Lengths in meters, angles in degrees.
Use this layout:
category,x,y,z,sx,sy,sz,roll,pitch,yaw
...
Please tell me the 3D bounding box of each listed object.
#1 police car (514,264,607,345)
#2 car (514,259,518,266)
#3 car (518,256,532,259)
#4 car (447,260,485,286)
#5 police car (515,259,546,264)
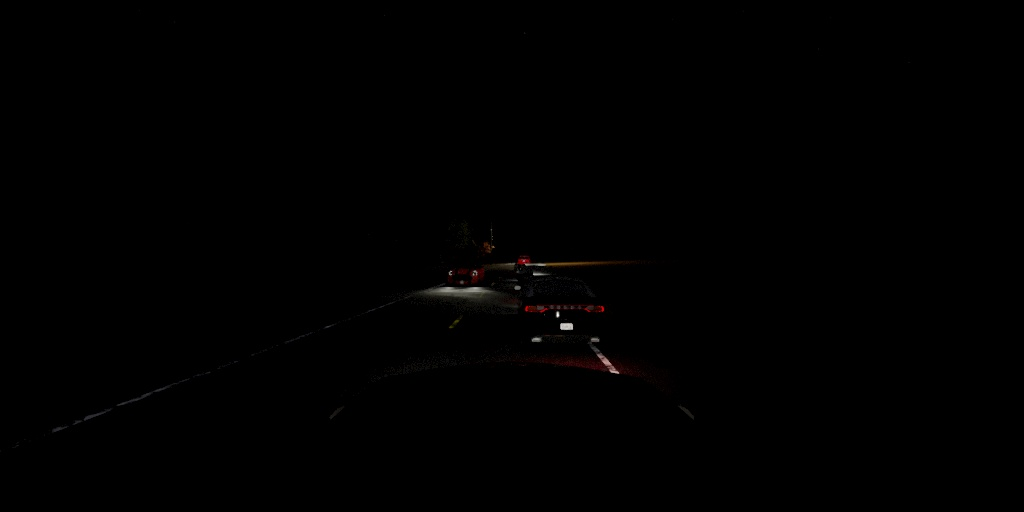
category,x,y,z,sx,sy,sz,roll,pitch,yaw
police car,1.098,1.175,9.601,1.930,1.638,5.238,0,0,1
car,1.298,1.344,46.787,1.895,1.301,4.718,0,0,4
car,2.087,0.956,59.913,2.150,2.045,5.566,0,0,4
car,-3.107,1.102,24.946,2.097,1.767,4.553,0,0,2
police car,1.268,1.175,19.566,1.930,1.638,5.238,0,0,1
